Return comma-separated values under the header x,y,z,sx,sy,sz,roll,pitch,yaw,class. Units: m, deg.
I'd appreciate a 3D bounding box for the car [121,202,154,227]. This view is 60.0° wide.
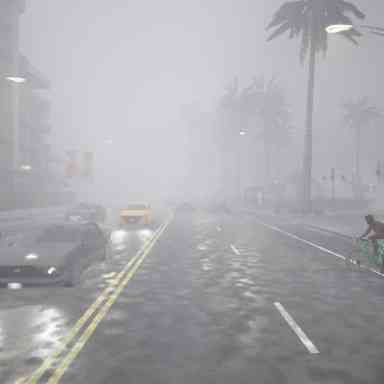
x,y,z,sx,sy,sz,roll,pitch,yaw,class
-3.751,1.478,23.121,1.882,1.535,5.008,0,0,0,car

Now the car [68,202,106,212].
x,y,z,sx,sy,sz,roll,pitch,yaw,class
-7.261,1.492,23.014,2.128,1.511,4.902,0,0,-1,car

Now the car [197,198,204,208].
x,y,z,sx,sy,sz,roll,pitch,yaw,class
1.264,1.547,46.945,2.033,1.411,5.357,0,0,-14,car

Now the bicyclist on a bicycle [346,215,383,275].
x,y,z,sx,sy,sz,roll,pitch,yaw,class
5.049,1.445,9.137,1.656,1.620,0.582,-2,0,0,bicyclist on a bicycle

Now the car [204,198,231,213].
x,y,z,sx,sy,sz,roll,pitch,yaw,class
2.881,1.601,36.966,1.895,1.301,4.718,0,0,-6,car

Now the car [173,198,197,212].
x,y,z,sx,sy,sz,roll,pitch,yaw,class
-0.887,1.526,38.649,1.812,1.442,4.674,0,0,-7,car

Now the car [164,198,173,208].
x,y,z,sx,sy,sz,roll,pitch,yaw,class
-2.791,1.526,48.343,1.812,1.442,4.674,0,0,-16,car

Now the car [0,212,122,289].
x,y,z,sx,sy,sz,roll,pitch,yaw,class
-3.658,1.547,9.506,2.033,1.411,5.357,0,0,0,car
